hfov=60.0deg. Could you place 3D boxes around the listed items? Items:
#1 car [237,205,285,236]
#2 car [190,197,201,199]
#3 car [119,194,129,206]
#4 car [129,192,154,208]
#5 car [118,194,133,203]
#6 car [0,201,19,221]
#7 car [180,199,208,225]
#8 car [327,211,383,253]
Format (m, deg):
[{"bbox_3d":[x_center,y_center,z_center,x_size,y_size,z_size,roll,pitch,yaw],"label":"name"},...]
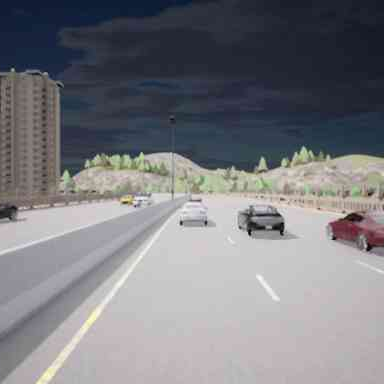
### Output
[{"bbox_3d":[3.601,1.426,17.967,2.128,1.511,4.902,0,0,0],"label":"car"},{"bbox_3d":[0.443,1.343,41.293,2.128,1.511,4.902,0,0,2],"label":"car"},{"bbox_3d":[-9.922,1.291,51.973,1.882,1.535,5.008,0,0,2],"label":"car"},{"bbox_3d":[-6.615,1.060,45.771,2.150,2.045,5.566,0,0,2],"label":"car"},{"bbox_3d":[-12.986,1.266,65.344,1.837,1.490,4.892,0,1,2],"label":"car"},{"bbox_3d":[-14.071,1.408,23.263,2.128,1.511,4.902,0,0,0],"label":"car"},{"bbox_3d":[0.115,1.442,23.251,1.812,1.442,4.674,0,0,0],"label":"car"},{"bbox_3d":[7.100,1.477,13.384,1.812,1.442,4.674,0,0,0],"label":"car"}]
